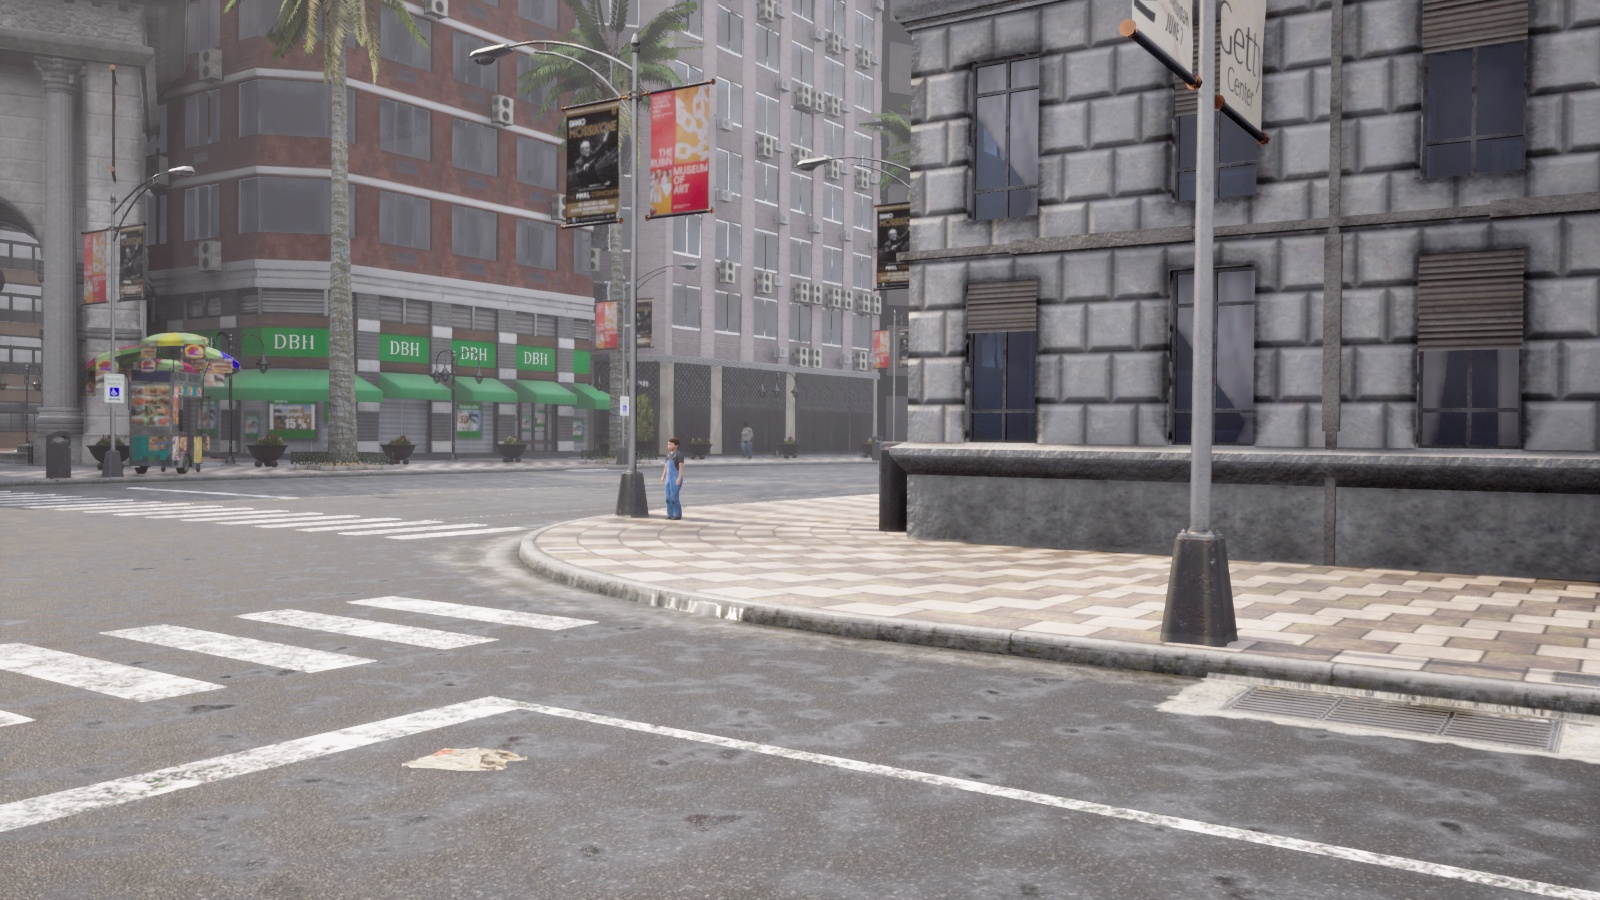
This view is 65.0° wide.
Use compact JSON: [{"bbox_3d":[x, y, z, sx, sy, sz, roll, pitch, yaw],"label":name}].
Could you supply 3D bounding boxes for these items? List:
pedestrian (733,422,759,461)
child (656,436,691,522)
[{"bbox_3d":[-2.562,-0.403,59.645,0.874,1.855,0.900,0,1,45],"label":"pedestrian"},{"bbox_3d":[-1.903,0.427,18.894,0.270,1.263,0.437,0,1,43],"label":"child"}]
